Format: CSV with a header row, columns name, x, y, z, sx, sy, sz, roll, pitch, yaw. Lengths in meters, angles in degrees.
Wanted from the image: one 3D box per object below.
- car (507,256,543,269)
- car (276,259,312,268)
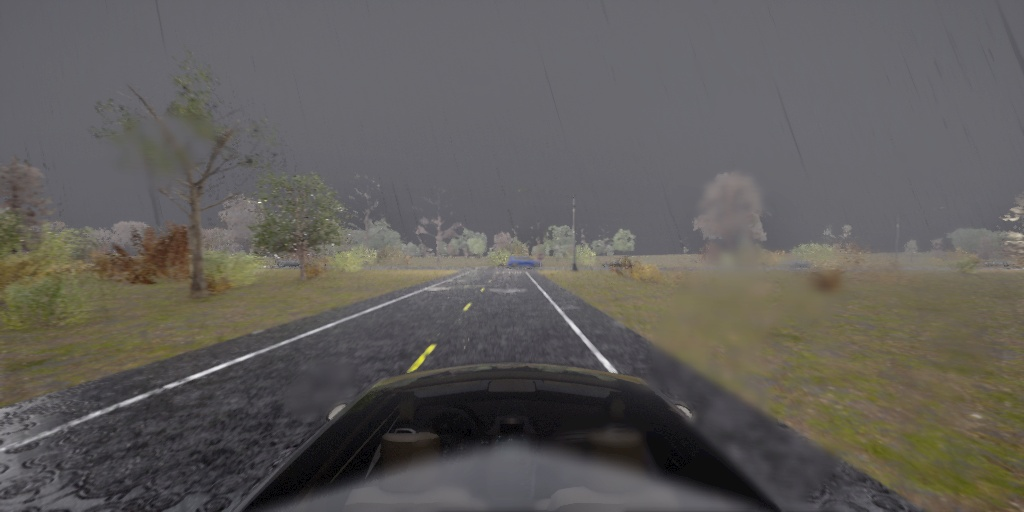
name,x,y,z,sx,sy,sz,roll,pitch,yaw
car,2.008,1.002,55.737,5.566,2.045,2.150,0,0,-1
car,-33.215,1.145,54.761,4.902,1.511,2.128,0,0,-2
